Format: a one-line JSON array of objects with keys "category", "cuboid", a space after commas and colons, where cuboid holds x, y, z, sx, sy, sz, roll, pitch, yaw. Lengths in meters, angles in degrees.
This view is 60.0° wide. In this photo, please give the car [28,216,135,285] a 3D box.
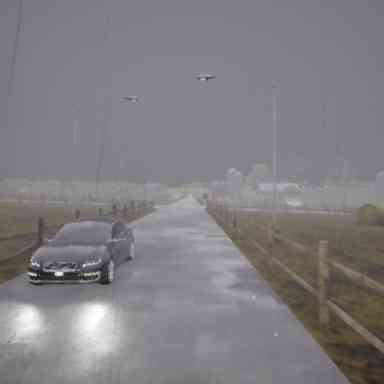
[{"category": "car", "cuboid": [-2.865, 1.514, 9.581, 1.837, 1.490, 4.892, 0, 0, 0]}]
